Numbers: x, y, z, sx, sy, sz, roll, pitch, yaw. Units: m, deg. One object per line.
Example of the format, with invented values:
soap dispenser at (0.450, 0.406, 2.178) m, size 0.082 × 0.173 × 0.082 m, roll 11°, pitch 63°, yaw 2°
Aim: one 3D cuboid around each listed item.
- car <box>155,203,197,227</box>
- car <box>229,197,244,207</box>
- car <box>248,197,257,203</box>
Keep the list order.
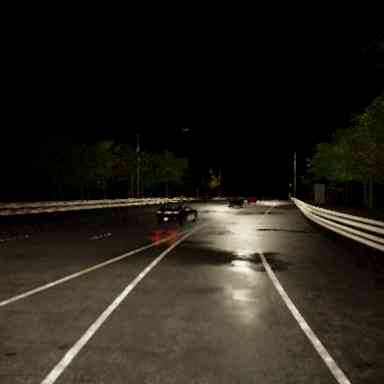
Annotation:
car at (-0.982, 1.502, 23.259) m, size 2.128 × 1.511 × 4.902 m, roll 0°, pitch 0°, yaw 15°
car at (6.986, 1.602, 51.885) m, size 1.837 × 1.490 × 4.892 m, roll 0°, pitch 0°, yaw 16°
car at (13.802, 1.830, 76.100) m, size 1.812 × 1.442 × 4.674 m, roll 0°, pitch -1°, yaw 16°
